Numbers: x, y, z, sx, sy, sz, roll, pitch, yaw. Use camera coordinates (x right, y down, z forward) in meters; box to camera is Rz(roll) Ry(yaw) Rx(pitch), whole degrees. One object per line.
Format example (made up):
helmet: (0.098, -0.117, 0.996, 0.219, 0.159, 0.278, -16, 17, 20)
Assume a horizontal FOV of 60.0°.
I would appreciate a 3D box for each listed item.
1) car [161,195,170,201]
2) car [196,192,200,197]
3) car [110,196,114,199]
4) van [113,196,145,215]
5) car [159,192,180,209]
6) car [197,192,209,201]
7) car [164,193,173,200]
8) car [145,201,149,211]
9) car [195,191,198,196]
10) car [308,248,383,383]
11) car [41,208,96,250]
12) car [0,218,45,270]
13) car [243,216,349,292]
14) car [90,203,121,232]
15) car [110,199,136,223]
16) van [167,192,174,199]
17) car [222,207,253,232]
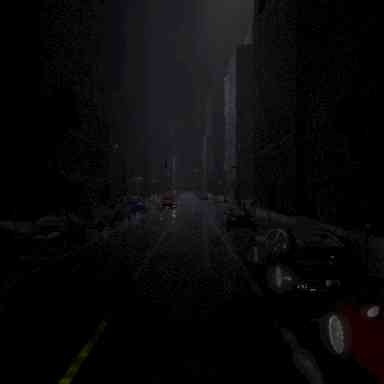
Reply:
car: (-5.804, 1.301, 73.651, 1.802, 1.307, 4.206, 0, 0, 0)
car: (2.673, 1.224, 79.366, 1.887, 1.381, 4.507, 0, 0, 0)
car: (-16.550, 1.094, 60.910, 5.357, 1.411, 2.033, 1, 0, 0)
van: (-5.760, 1.279, 30.889, 1.690, 1.788, 3.998, 0, 0, 0)
car: (-3.000, 1.294, 42.677, 2.097, 1.767, 4.553, 0, 0, 0)
car: (2.721, 1.285, 73.722, 1.947, 1.339, 4.313, 0, 0, 0)
car: (-5.900, 1.079, 84.939, 1.967, 1.590, 4.097, 0, 0, 0)
car: (-5.761, 1.497, 36.442, 1.802, 1.307, 4.206, 0, 0, 0)
car: (2.578, 0.912, 90.651, 2.192, 1.841, 5.009, 0, 0, 0)
car: (2.761, 1.579, 3.120, 1.802, 1.307, 4.206, 0, 0, 0)
car: (-5.764, 1.574, 14.232, 1.802, 1.307, 4.206, 0, 0, 0)
car: (-5.764, 1.578, 8.676, 1.802, 1.307, 4.206, 0, 0, 0)
car: (2.761, 1.548, 8.672, 2.008, 1.369, 4.403, 0, 0, 0)
car: (-5.763, 1.563, 19.783, 1.802, 1.307, 4.206, 0, 0, 0)
car: (-5.761, 1.506, 25.338, 1.887, 1.381, 4.507, 0, 0, 0)
van: (-5.947, 0.938, 90.582, 1.690, 1.788, 3.998, 0, 0, 0)
car: (2.764, 1.563, 19.779, 1.802, 1.307, 4.206, 0, 0, 0)
